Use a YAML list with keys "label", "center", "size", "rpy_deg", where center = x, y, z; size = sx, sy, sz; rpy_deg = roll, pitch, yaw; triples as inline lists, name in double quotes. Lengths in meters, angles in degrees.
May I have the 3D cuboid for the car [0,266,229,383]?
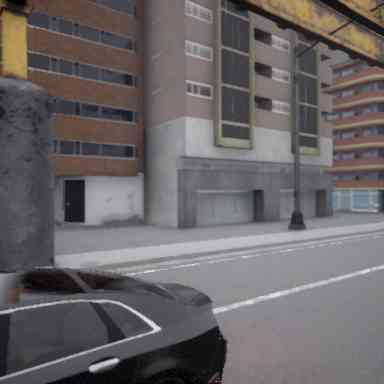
- label: "car"
  center: [-1.906, 1.505, 2.634]
  size: [4.892, 1.490, 1.837]
  rpy_deg: [0, 0, -36]
